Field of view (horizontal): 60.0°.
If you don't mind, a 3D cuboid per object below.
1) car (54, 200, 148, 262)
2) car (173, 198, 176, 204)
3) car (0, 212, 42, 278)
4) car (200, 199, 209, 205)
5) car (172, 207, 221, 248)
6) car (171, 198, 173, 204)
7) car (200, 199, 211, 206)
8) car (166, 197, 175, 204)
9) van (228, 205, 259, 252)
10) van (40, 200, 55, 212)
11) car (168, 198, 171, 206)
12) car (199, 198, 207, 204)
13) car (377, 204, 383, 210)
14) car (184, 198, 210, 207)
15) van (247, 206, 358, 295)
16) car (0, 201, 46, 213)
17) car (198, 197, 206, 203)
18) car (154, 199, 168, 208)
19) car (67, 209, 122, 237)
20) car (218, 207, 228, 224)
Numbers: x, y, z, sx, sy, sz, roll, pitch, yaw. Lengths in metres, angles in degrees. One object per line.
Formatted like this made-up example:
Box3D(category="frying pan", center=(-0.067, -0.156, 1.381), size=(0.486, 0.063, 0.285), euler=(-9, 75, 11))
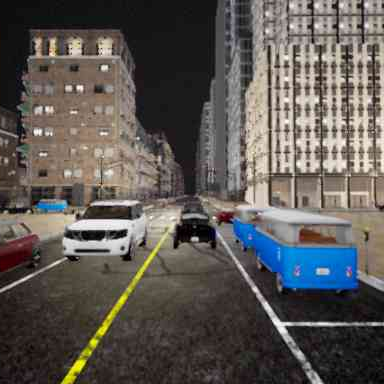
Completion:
Box3D(category="car", center=(-3.068, 1.349, 13.013), size=(2.150, 2.045, 5.566), euler=(0, 0, 0))
Box3D(category="car", center=(-5.592, 2.285, 80.514), size=(2.008, 1.369, 4.403), euler=(1, 0, 0))
Box3D(category="car", center=(-5.669, 1.527, 8.748), size=(1.967, 1.590, 4.097), euler=(1, -1, 0))
Box3D(category="car", center=(2.782, 2.231, 74.853), size=(1.887, 1.381, 4.507), euler=(1, 0, 0))
Box3D(category="car", center=(0.120, 1.657, 15.537), size=(1.837, 1.490, 4.892), euler=(0, -1, 0))
Box3D(category="car", center=(-5.604, 2.221, 69.211), size=(1.802, 1.307, 4.206), euler=(1, 0, 0))
Box3D(category="car", center=(2.776, 2.190, 69.201), size=(2.008, 1.369, 4.403), euler=(1, 0, 0))
Box3D(category="car", center=(-5.584, 2.222, 86.166), size=(1.967, 1.590, 4.097), euler=(1, 0, 0))
Box3D(category="van", center=(2.719, 1.482, 14.306), size=(1.690, 1.788, 3.998), euler=(1, -1, 0))
Box3D(category="van", center=(-19.684, 1.972, 46.795), size=(3.998, 1.788, 1.690), euler=(0, -1, 1))
Box3D(category="car", center=(-5.608, 2.032, 63.562), size=(1.967, 1.590, 4.097), euler=(1, 0, 0))
Box3D(category="car", center=(2.795, 2.333, 86.154), size=(2.008, 1.369, 4.403), euler=(1, 0, 0))
Box3D(category="car", center=(28.017, 1.846, 46.143), size=(4.313, 1.339, 1.947), euler=(0, -1, 1))
Box3D(category="car", center=(0.102, 1.615, 27.282), size=(2.097, 1.767, 4.553), euler=(0, -1, -1))
Box3D(category="van", center=(2.713, 1.429, 8.729), size=(1.690, 1.788, 3.998), euler=(1, -1, 0))
Box3D(category="car", center=(-19.801, 1.988, 38.413), size=(4.403, 1.369, 2.008), euler=(0, -1, 1))
Box3D(category="car", center=(2.802, 2.269, 91.808), size=(1.967, 1.590, 4.097), euler=(1, 0, 0))
Box3D(category="car", center=(-5.617, 2.125, 57.908), size=(1.802, 1.307, 4.206), euler=(1, -1, 0))
Box3D(category="car", center=(-5.659, 1.760, 19.895), size=(1.947, 1.339, 4.313), euler=(1, -1, 0))
Box3D(category="car", center=(2.728, 1.791, 25.457), size=(1.887, 1.381, 4.507), euler=(1, -1, 0))
